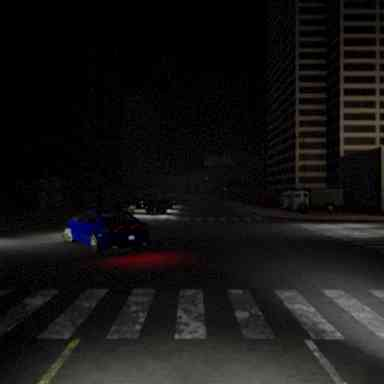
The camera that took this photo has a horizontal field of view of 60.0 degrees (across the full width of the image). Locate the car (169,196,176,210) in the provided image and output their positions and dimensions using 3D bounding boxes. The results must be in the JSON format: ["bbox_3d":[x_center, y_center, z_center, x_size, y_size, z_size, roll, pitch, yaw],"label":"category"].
[{"bbox_3d":[-3.594,1.553,43.359,1.994,1.385,4.181,0,0,0],"label":"car"}]

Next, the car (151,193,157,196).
[{"bbox_3d":[-7.045,1.210,56.136,2.150,2.045,5.566,0,0,0],"label":"car"}]

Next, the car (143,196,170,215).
[{"bbox_3d":[-3.592,1.496,34.445,1.837,1.490,4.892,0,0,0],"label":"car"}]

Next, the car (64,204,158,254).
[{"bbox_3d":[-3.614,1.441,13.601,1.882,1.535,5.008,0,0,-37],"label":"car"}]

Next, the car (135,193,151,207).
[{"bbox_3d":[-7.093,1.341,44.191,2.097,1.767,4.553,0,0,0],"label":"car"}]

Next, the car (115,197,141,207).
[{"bbox_3d":[-7.094,1.538,34.757,2.033,1.411,5.357,0,0,0],"label":"car"}]
